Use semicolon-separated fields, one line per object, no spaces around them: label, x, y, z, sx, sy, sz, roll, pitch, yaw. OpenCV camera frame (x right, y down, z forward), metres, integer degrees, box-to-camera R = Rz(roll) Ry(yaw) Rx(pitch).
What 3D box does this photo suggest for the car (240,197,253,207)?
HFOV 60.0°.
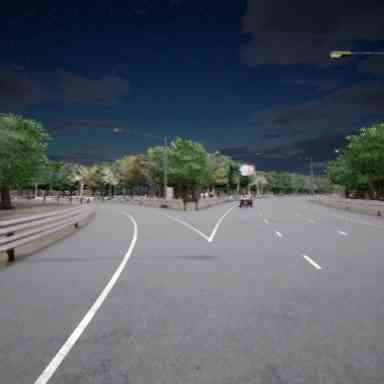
car;8.493;1.486;51.760;1.882;1.535;5.008;0;0;12
